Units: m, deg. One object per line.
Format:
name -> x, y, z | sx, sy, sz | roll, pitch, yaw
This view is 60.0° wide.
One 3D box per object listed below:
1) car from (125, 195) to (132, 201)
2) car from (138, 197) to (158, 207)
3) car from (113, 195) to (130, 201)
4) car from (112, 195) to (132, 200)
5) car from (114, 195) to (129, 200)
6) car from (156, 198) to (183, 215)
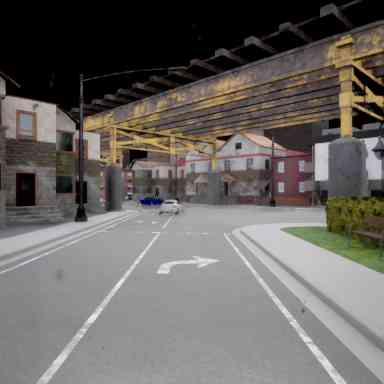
car -> -16.954, 1.452, 80.078 | 4.974, 1.542, 2.038 | 0, 0, -15
car -> -6.483, 1.477, 52.284 | 1.882, 1.535, 5.008 | 0, 0, -45
car -> -17.637, 1.452, 83.746 | 2.038, 1.542, 4.974 | 0, 0, 15
car -> -16.904, 1.295, 80.091 | 4.536, 1.218, 1.853 | 0, 0, -15
car -> -17.624, 1.295, 83.796 | 1.853, 1.218, 4.536 | 0, 0, 15
car -> -2.087, 1.525, 34.154 | 1.812, 1.442, 4.674 | 0, 0, 7
